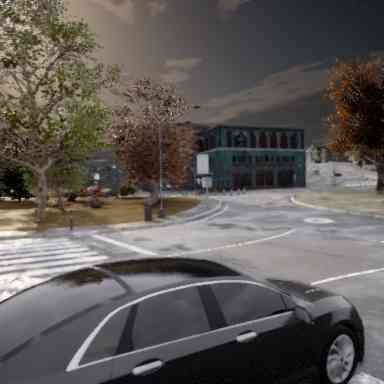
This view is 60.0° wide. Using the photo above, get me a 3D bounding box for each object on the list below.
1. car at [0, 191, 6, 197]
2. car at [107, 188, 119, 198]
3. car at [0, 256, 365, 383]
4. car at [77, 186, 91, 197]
[{"bbox_3d":[-38.743,0.148,70.669,2.185,1.767,4.553,0,2,18],"label":"car"},{"bbox_3d":[-12.690,0.195,50.907,2.231,1.521,4.892,-1,2,16],"label":"car"},{"bbox_3d":[-0.037,1.499,3.662,4.892,1.490,1.837,0,0,-34],"label":"car"},{"bbox_3d":[-15.107,-0.017,52.622,2.435,2.045,5.566,-1,2,16],"label":"car"}]
